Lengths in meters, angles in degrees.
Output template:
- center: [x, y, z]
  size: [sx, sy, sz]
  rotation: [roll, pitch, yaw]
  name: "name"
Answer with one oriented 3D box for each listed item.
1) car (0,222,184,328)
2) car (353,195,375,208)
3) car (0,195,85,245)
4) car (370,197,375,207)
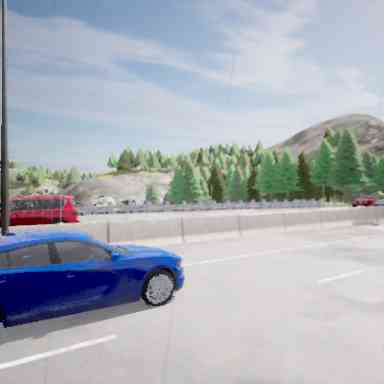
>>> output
- center: [-2.475, 1.470, 6.270]
  size: [5.008, 1.535, 1.882]
  rotation: [0, 0, -35]
  name: "car"
- center: [27.818, 1.542, 53.202]
  size: [5.566, 2.045, 2.150]
  rotation: [1, -1, -35]
  name: "car"
- center: [-8.102, 1.208, 15.393]
  size: [5.566, 2.045, 2.150]
  rotation: [0, 0, -35]
  name: "car"
- center: [28.401, 1.819, 49.361]
  size: [4.674, 1.442, 1.812]
  rotation: [1, -1, -34]
  name: "car"
